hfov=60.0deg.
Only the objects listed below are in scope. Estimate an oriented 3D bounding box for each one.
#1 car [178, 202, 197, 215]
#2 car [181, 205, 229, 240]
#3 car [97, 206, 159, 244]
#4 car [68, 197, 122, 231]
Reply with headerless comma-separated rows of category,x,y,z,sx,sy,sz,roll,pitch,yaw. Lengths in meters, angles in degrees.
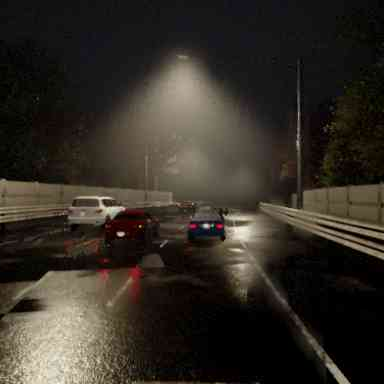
car,-0.311,1.819,37.686,2.128,1.511,4.902,0,-1,9
car,0.837,1.613,17.516,2.033,1.411,5.357,0,0,4
car,-2.768,1.572,15.977,1.812,1.442,4.674,0,0,4
car,-5.869,1.304,21.226,2.150,2.045,5.566,0,-1,5
